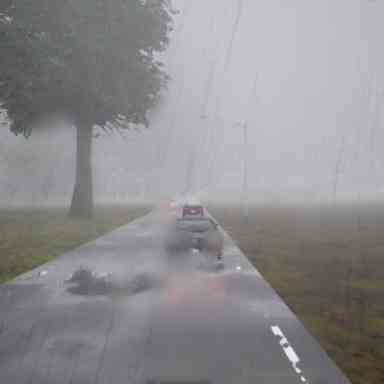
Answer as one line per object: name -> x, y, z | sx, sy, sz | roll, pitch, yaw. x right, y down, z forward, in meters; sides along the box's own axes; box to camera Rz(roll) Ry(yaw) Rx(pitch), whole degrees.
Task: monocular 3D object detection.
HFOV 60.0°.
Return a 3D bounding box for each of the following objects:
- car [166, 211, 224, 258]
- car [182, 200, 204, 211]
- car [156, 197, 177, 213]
car -> 0.089, 1.613, 12.786 | 1.895, 1.301, 4.718 | 0, 0, 0
car -> 0.087, 1.524, 31.067 | 1.882, 1.535, 5.008 | 0, 0, 0
car -> -2.852, 1.418, 38.192 | 2.097, 1.767, 4.553 | 0, 0, 0
